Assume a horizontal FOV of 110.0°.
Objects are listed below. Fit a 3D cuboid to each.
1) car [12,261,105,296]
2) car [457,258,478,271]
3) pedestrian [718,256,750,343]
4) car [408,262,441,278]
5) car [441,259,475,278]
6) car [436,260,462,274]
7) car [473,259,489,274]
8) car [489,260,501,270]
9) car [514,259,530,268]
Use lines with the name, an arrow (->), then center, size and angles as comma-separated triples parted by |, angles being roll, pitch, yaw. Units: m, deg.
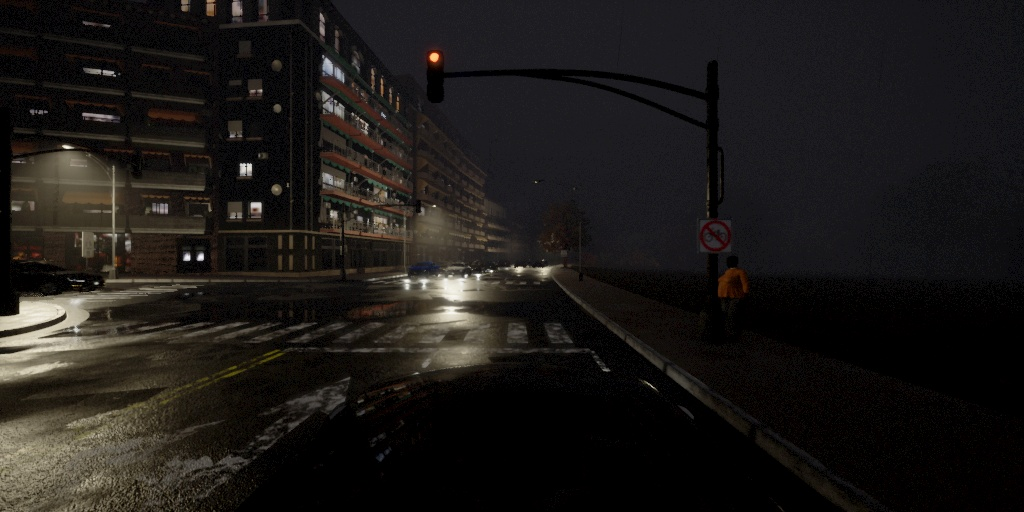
car -> -20.926, 0.931, 15.445 | 4.892, 1.490, 1.837 | 1, -1, -14
car -> -6.580, 1.236, 54.024 | 2.097, 1.767, 4.553 | 0, 0, 7
pedestrian -> 4.760, 0.893, 7.707 | 0.375, 1.860, 0.375 | 0, 0, 1
car -> -8.515, 1.287, 34.818 | 1.882, 1.535, 5.008 | 0, 0, 4
car -> -5.230, 1.336, 35.142 | 1.812, 1.442, 4.674 | 0, 0, 5
car -> -7.667, 1.323, 44.350 | 1.882, 1.535, 5.008 | 0, 0, 6
car -> -4.437, 1.350, 43.995 | 1.837, 1.490, 4.892 | 0, 0, 6
car -> -3.318, 1.449, 53.916 | 1.994, 1.385, 4.181 | 0, 0, 8
car -> 1.528, 1.489, 64.987 | 2.033, 1.411, 5.357 | 0, 0, 9
